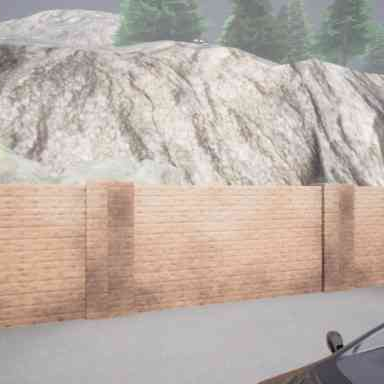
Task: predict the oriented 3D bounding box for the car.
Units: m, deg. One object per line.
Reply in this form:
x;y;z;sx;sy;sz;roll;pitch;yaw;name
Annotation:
2.100;1.492;1.946;4.902;1.511;2.128;0;0;-19;car
